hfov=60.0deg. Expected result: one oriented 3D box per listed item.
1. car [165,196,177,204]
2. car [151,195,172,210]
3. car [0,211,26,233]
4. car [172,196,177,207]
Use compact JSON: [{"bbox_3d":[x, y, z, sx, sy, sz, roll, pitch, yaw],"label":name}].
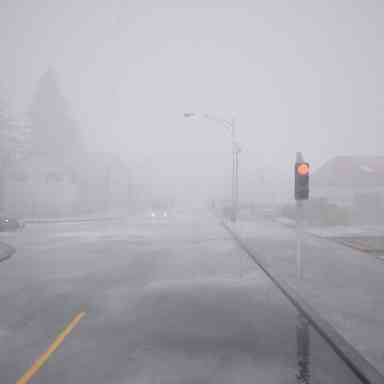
[{"bbox_3d":[-3.869,1.475,62.378,1.882,1.535,5.008,0,0,1],"label":"car"},{"bbox_3d":[-3.971,1.503,42.263,1.837,1.490,4.892,0,0,0],"label":"car"},{"bbox_3d":[-11.633,1.491,17.946,4.902,1.511,2.128,0,0,0],"label":"car"},{"bbox_3d":[-3.934,1.350,52.306,2.097,1.767,4.553,0,0,0],"label":"car"}]
